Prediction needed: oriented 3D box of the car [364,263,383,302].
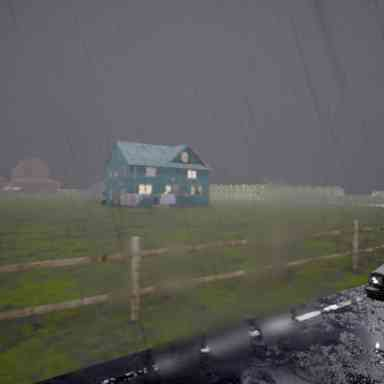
[{"bbox_3d":[6.007,1.638,7.359,5.357,1.411,2.033,1,0,-35],"label":"car"}]
